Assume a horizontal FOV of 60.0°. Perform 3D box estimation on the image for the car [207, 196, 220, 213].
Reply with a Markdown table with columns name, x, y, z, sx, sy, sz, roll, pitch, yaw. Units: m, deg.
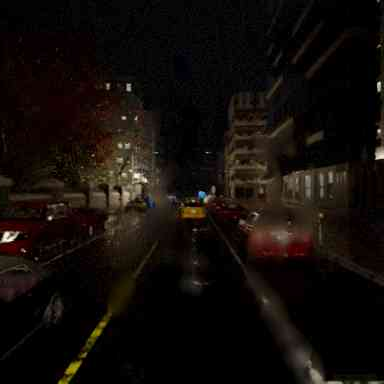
| name | x | y | z | sx | sy | sz | roll | pitch | yaw |
| --- | --- | --- | --- | --- | --- | --- | --- | --- | --- |
| car | 2.694 | 1.350 | 34.270 | 1.887 | 1.381 | 4.507 | 1 | 0 | 0 |

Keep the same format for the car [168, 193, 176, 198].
| name | x | y | z | sx | sy | sz | roll | pitch | yaw |
| --- | --- | --- | --- | --- | --- | --- | --- | --- | --- |
| car | -5.696 | 0.973 | 94.839 | 1.802 | 1.307 | 4.206 | 1 | 0 | 0 |

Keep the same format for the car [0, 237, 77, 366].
| name | x | y | z | sx | sy | sz | roll | pitch | yaw |
| --- | --- | --- | --- | --- | --- | --- | --- | --- | --- |
| car | -3.102 | 1.580 | 4.039 | 1.895 | 1.301 | 4.718 | 0 | 0 | 0 |

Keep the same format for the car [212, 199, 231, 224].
| name | x | y | z | sx | sy | sz | roll | pitch | yaw |
| --- | --- | --- | --- | --- | --- | --- | --- | --- | --- |
| car | 2.695 | 1.419 | 23.035 | 1.887 | 1.381 | 4.507 | 1 | 0 | 0 |

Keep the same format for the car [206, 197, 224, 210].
| name | x | y | z | sx | sy | sz | roll | pitch | yaw |
| --- | --- | --- | --- | --- | --- | --- | --- | --- | --- |
| car | 2.693 | 1.316 | 39.887 | 1.887 | 1.381 | 4.507 | 1 | 0 | 0 |

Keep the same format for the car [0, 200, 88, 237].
| name | x | y | z | sx | sy | sz | roll | pitch | yaw |
| --- | --- | --- | --- | --- | --- | --- | --- | --- | --- |
| car | -5.681 | 1.253 | 11.839 | 2.192 | 1.841 | 5.009 | 1 | 0 | 0 |

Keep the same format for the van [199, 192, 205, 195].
| name | x | y | z | sx | sy | sz | roll | pitch | yaw |
| --- | --- | --- | --- | --- | --- | --- | --- | --- | --- |
| van | 2.688 | 0.775 | 89.111 | 1.690 | 1.788 | 3.998 | 1 | 0 | 0 |

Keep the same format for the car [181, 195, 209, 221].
| name | x | y | z | sx | sy | sz | roll | pitch | yaw |
| --- | --- | --- | --- | --- | --- | --- | --- | --- | --- |
| car | 0.096 | 1.316 | 25.594 | 1.801 | 1.575 | 5.366 | 0 | 0 | 0 |

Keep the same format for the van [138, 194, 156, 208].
| name | x | y | z | sx | sy | sz | roll | pitch | yaw |
| --- | --- | --- | --- | --- | --- | --- | --- | --- | --- |
| van | -5.685 | 1.112 | 39.907 | 1.690 | 1.788 | 3.998 | 1 | 0 | 0 |

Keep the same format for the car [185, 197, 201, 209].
| name | x | y | z | sx | sy | sz | roll | pitch | yaw |
| --- | --- | --- | --- | --- | --- | --- | --- | --- | --- |
| car | 0.094 | 1.362 | 41.444 | 1.895 | 1.301 | 4.718 | 0 | 0 | 0 |

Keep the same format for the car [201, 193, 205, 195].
| name | x | y | z | sx | sy | sz | roll | pitch | yaw |
| --- | --- | --- | --- | --- | --- | --- | --- | --- | --- |
| car | 2.691 | 1.224 | 51.290 | 1.752 | 1.417 | 4.829 | 1 | 0 | 0 |

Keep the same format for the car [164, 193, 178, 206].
| name | x | y | z | sx | sy | sz | roll | pitch | yaw |
| --- | --- | --- | --- | --- | --- | --- | --- | --- | --- |
| car | -3.008 | 1.308 | 48.627 | 1.994 | 1.385 | 4.181 | 0 | 0 | 0 |

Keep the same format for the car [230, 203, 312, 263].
| name | x | y | z | sx | sy | sz | roll | pitch | yaw |
| --- | --- | --- | --- | --- | --- | --- | --- | --- | --- |
| car | 2.698 | 1.378 | 11.800 | 1.967 | 1.590 | 4.097 | 1 | 0 | 0 |

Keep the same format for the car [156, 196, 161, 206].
| name | x | y | z | sx | sy | sz | roll | pitch | yaw |
| --- | --- | --- | --- | --- | --- | --- | --- | --- | --- |
| car | -5.687 | 1.175 | 45.521 | 1.967 | 1.590 | 4.097 | 1 | 0 | 0 |

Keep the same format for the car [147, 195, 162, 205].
| name | x | y | z | sx | sy | sz | roll | pitch | yaw |
| --- | --- | --- | --- | --- | --- | --- | --- | --- | --- |
| car | -5.689 | 1.226 | 50.966 | 1.752 | 1.417 | 4.829 | 1 | 0 | 0 |

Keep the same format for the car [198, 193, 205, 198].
| name | x | y | z | sx | sy | sz | roll | pitch | yaw |
| --- | --- | --- | --- | --- | --- | --- | --- | --- | --- |
| car | 2.684 | 0.936 | 94.784 | 1.887 | 1.381 | 4.507 | 1 | 0 | 0 |

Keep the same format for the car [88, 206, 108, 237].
| name | x | y | z | sx | sy | sz | roll | pitch | yaw |
| --- | --- | --- | --- | --- | --- | --- | --- | --- | --- |
| car | -5.685 | 1.451 | 17.454 | 1.887 | 1.381 | 4.507 | 1 | 0 | 0 |

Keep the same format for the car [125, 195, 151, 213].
| name | x | y | z | sx | sy | sz | roll | pitch | yaw |
| --- | --- | --- | --- | --- | --- | --- | --- | --- | --- |
| car | -5.687 | 1.331 | 34.125 | 1.752 | 1.417 | 4.829 | 1 | 0 | 0 |
